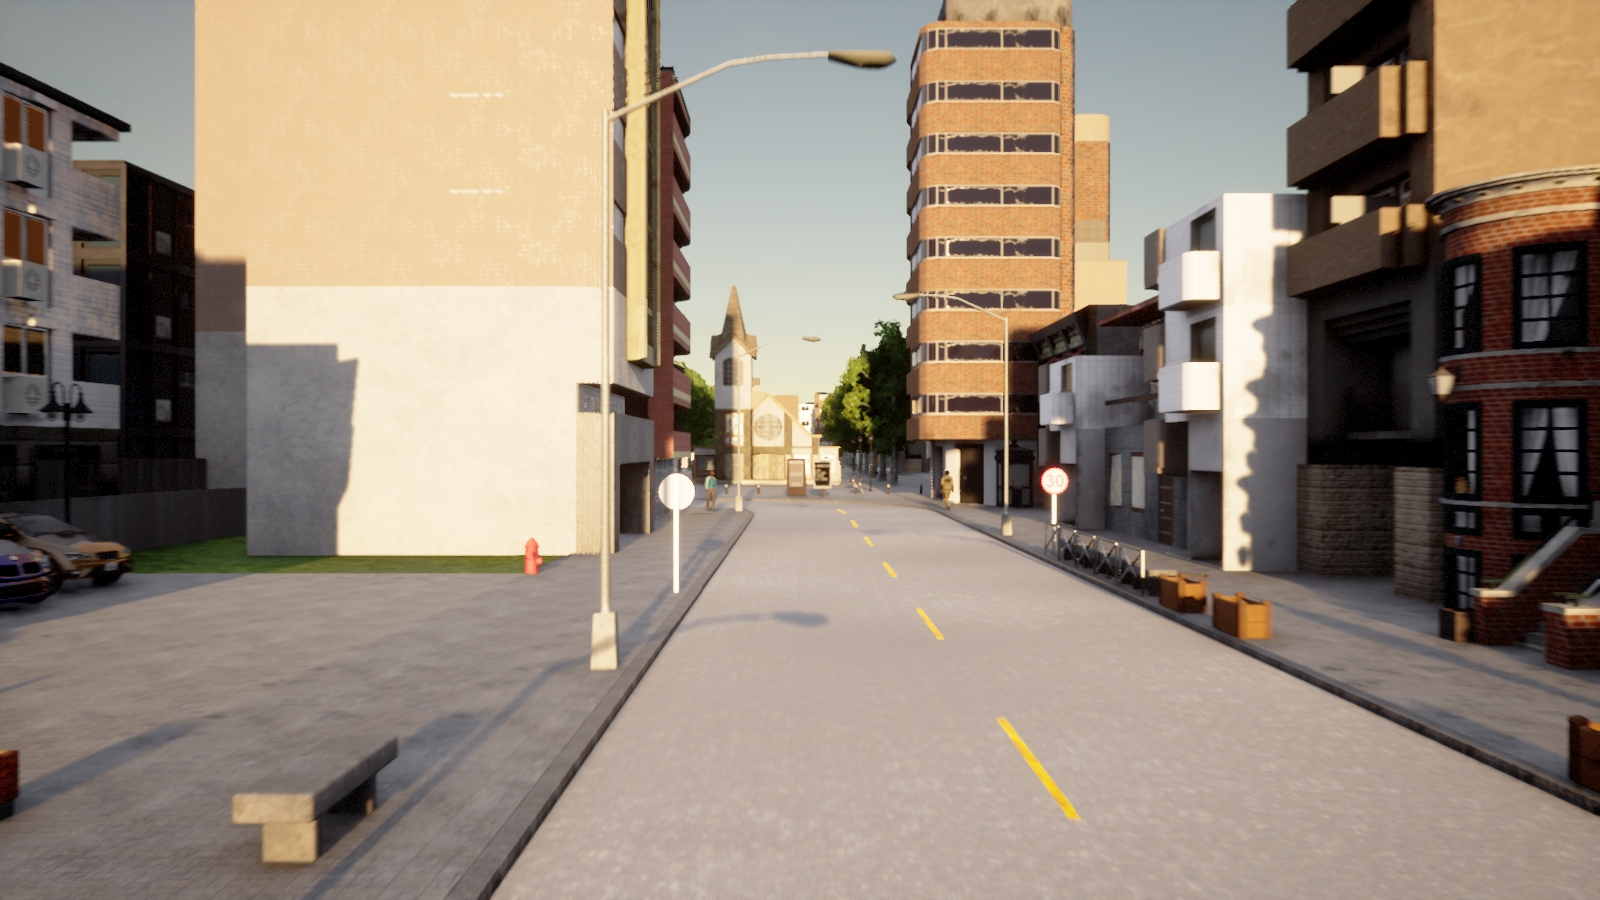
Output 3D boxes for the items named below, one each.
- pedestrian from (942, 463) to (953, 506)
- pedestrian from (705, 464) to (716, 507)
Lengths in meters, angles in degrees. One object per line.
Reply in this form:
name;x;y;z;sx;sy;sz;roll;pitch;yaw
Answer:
pedestrian;6.501;1.523;50.256;0.375;1.860;0.375;0;0;-11
pedestrian;-3.869;1.524;49.565;0.375;1.860;0.375;0;0;-24
